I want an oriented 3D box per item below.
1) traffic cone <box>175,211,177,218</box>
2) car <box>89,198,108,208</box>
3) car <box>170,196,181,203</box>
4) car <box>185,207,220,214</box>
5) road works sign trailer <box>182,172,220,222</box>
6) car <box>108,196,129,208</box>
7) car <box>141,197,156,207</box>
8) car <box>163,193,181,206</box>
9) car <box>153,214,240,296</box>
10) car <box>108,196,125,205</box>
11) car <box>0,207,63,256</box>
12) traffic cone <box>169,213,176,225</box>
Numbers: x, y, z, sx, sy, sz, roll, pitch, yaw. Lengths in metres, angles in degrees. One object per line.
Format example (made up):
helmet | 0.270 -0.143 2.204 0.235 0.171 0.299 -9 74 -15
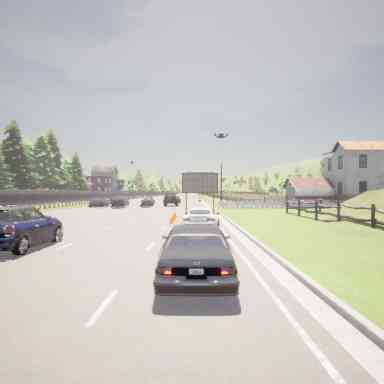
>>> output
traffic cone | -1.456 1.955 25.139 0.340 0.580 0.340 0 0 0
car | -13.836 1.564 49.520 1.994 1.385 4.181 0 0 0
car | -3.315 1.564 68.534 1.994 1.385 4.181 0 0 0
car | 0.533 1.538 18.437 1.812 1.442 4.674 0 -1 6
road works sign trailer | 0.514 0.464 22.051 2.380 3.560 2.880 0 0 -4
car | -10.340 1.504 48.240 1.837 1.490 4.892 0 0 0
car | -6.835 1.547 52.231 2.033 1.411 5.357 0 0 0
car | -3.334 1.221 53.319 2.150 2.045 5.566 0 0 0
car | 0.108 1.547 8.782 2.033 1.411 5.357 0 0 1
car | -13.824 1.478 61.122 1.882 1.535 5.008 0 0 0
car | -6.884 1.351 13.192 2.097 1.767 4.553 0 0 0
traffic cone | -1.459 1.955 23.139 0.340 0.580 0.340 0 0 0
